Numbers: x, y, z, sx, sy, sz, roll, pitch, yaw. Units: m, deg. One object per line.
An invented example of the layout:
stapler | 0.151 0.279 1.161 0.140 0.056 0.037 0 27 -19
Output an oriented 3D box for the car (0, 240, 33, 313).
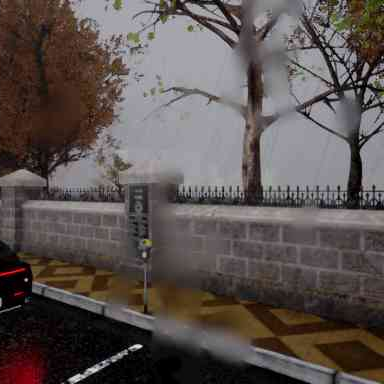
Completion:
car | -5.067 1.505 6.582 4.892 1.490 1.837 0 0 36
